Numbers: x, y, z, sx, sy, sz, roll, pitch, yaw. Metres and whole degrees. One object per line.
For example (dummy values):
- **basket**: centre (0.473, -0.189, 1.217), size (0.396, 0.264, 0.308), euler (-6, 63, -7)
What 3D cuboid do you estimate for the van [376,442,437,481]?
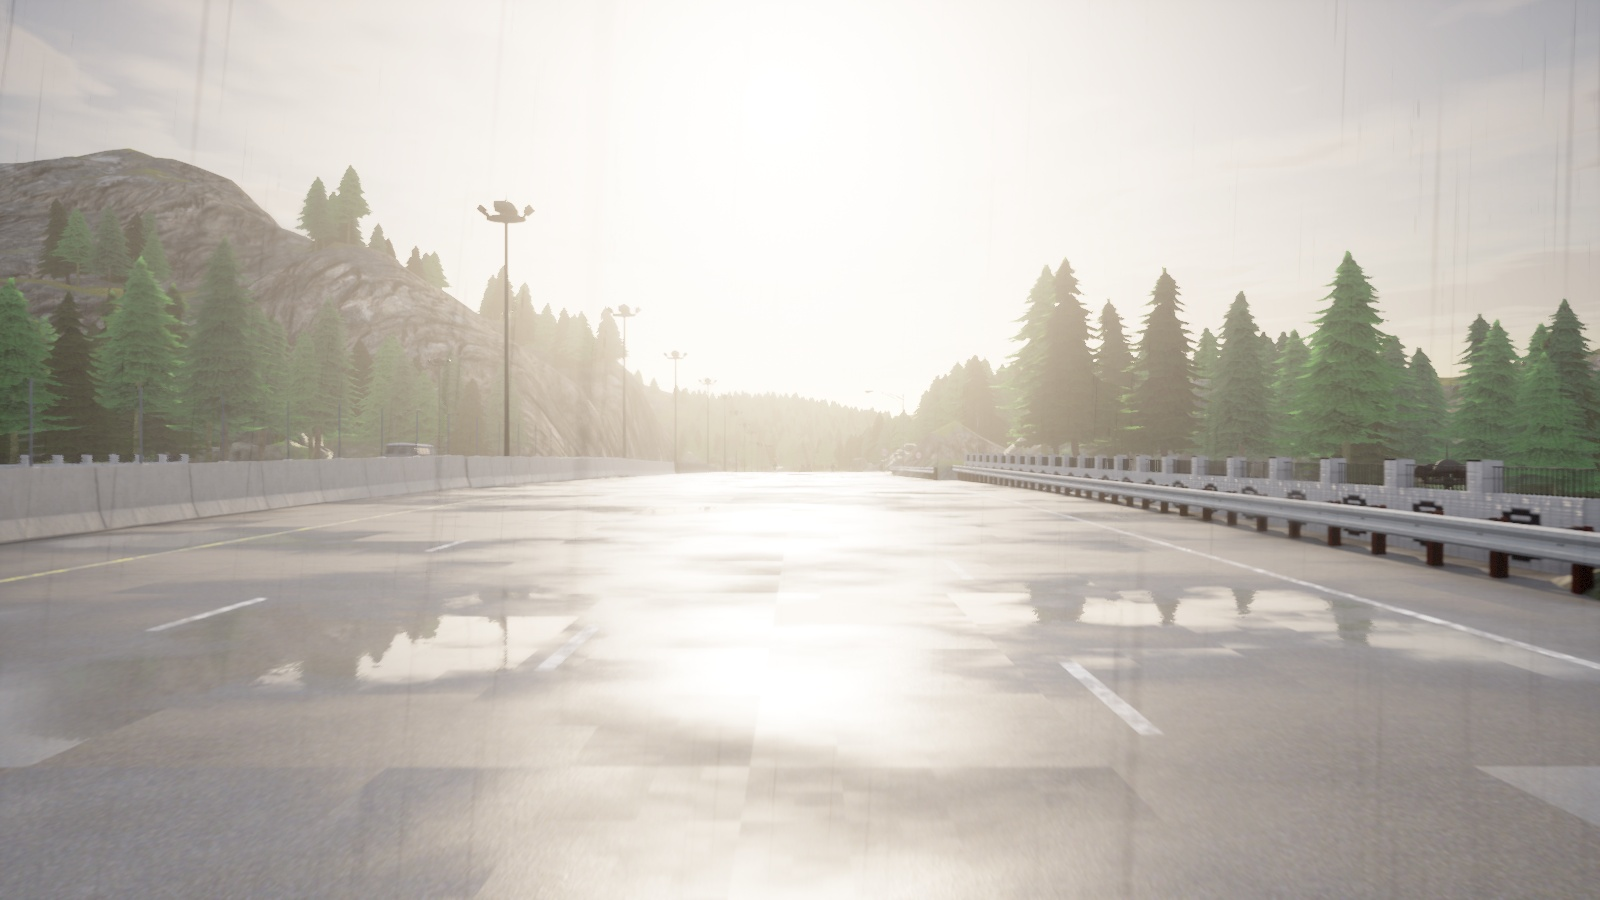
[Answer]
- **van**: centre (-20.612, 0.590, 65.988), size (1.775, 1.987, 4.442), euler (0, -1, 0)
